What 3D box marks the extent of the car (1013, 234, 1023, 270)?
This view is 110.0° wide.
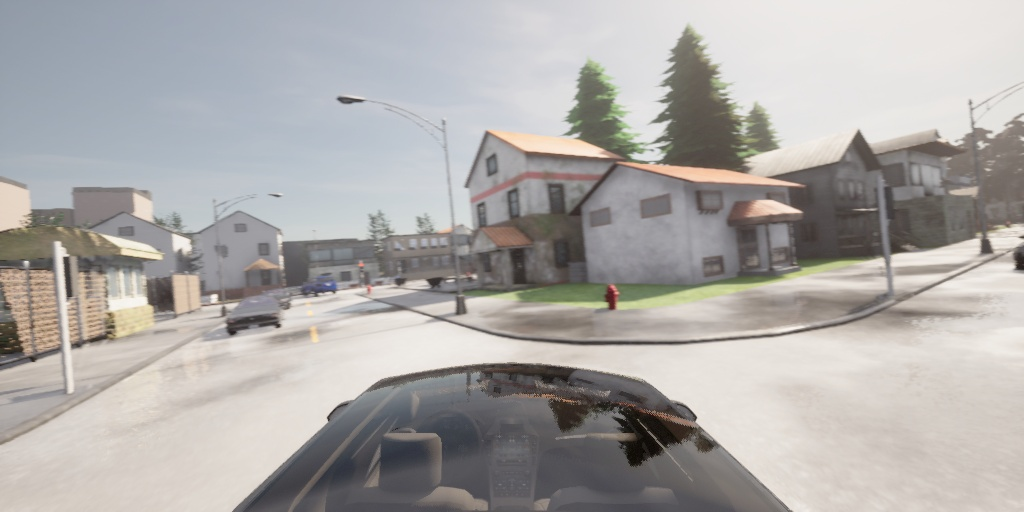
[{"bbox_3d":[18.407,-0.357,11.816,4.181,1.385,1.994,-5,-1,-30],"label":"car"}]

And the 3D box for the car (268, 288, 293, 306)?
[{"bbox_3d":[-16.488,3.024,25.027,2.128,1.511,4.902,-5,-1,-30],"label":"car"}]

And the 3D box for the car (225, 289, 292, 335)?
[{"bbox_3d":[-11.480,2.523,16.333,2.033,1.411,5.357,-5,-1,-30],"label":"car"}]

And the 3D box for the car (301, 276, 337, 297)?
[{"bbox_3d":[-21.524,3.371,39.942,5.566,2.045,2.150,-5,-1,42],"label":"car"}]
